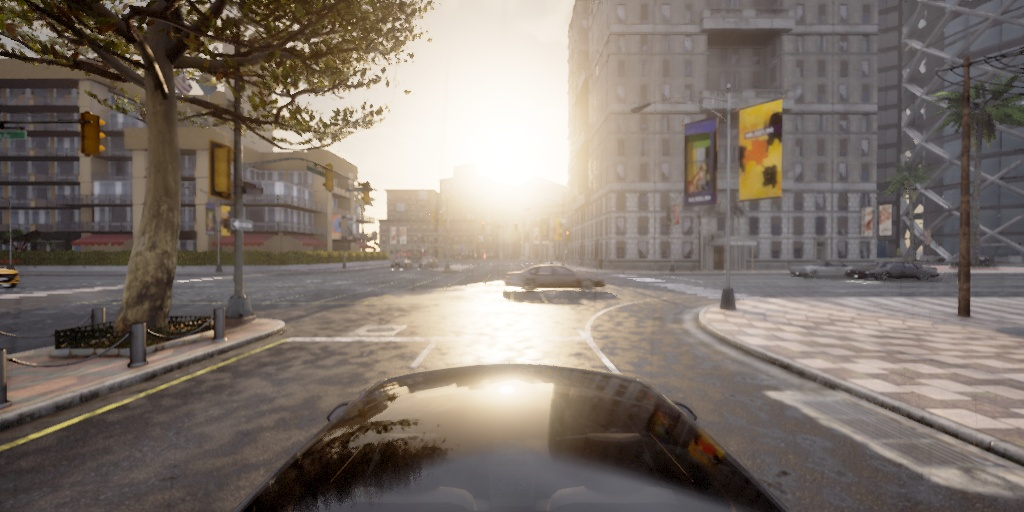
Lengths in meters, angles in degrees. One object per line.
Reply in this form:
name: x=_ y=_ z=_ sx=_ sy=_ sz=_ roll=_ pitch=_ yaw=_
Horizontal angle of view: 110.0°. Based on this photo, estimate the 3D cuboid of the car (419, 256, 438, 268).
car: x=-11.515 y=0.861 z=49.709 sx=2.128 sy=1.511 sz=4.902 roll=0 pitch=0 yaw=1

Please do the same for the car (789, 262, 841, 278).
car: x=26.128 y=1.126 z=30.049 sx=4.718 sy=1.301 sz=1.895 roll=0 pitch=0 yaw=0

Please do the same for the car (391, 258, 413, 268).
car: x=-15.025 y=0.939 z=49.021 sx=1.994 sy=1.385 sz=4.181 roll=0 pitch=0 yaw=1

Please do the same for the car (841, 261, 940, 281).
car: x=28.146 y=1.100 z=26.555 sx=5.357 sy=1.411 sz=2.033 roll=0 pitch=0 yaw=0

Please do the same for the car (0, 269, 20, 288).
car: x=-29.658 y=0.963 z=19.174 sx=5.008 sy=1.535 sz=1.882 roll=0 pitch=0 yaw=0

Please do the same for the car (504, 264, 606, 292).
car: x=2.237 y=1.153 z=19.334 sx=5.357 sy=1.411 sz=2.033 roll=0 pitch=0 yaw=0
